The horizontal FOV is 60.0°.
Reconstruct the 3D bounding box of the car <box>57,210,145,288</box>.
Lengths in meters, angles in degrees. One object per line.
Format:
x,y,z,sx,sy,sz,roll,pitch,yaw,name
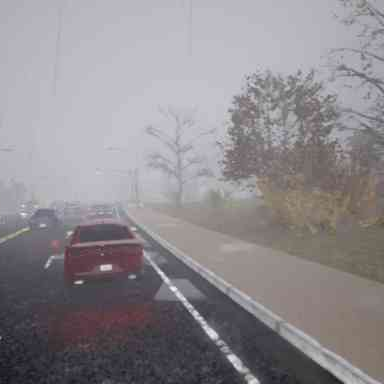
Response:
-2.595,1.539,9.746,1.882,1.535,5.008,-2,0,-16,car

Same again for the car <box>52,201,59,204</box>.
-19.308,1.992,48.114,2.128,1.511,4.902,-2,0,-13,car

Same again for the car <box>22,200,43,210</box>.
-22.438,1.943,47.190,2.097,1.767,4.553,-2,0,-13,car

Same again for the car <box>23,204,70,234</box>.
-9.244,1.769,21.494,1.812,1.442,4.674,-2,0,-15,car

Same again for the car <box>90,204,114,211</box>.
-7.687,1.721,28.292,2.033,1.411,5.357,-2,0,-15,car

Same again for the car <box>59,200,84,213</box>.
-13.521,1.823,38.226,2.128,1.511,4.902,-2,0,-14,car
